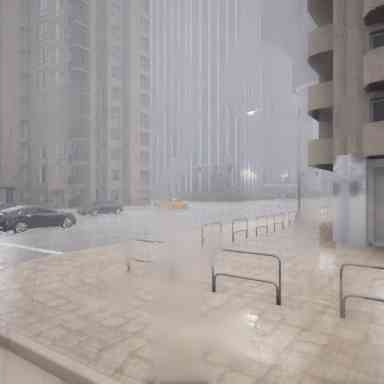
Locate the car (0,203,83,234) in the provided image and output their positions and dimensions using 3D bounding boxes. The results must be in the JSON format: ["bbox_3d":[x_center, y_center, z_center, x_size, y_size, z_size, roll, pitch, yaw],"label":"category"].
[{"bbox_3d":[-9.312,1.561,19.931,1.837,1.490,4.892,0,0,35],"label":"car"}]

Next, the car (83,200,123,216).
[{"bbox_3d":[-8.994,1.560,32.993,1.837,1.490,4.892,0,0,35],"label":"car"}]

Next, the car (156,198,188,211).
[{"bbox_3d":[-2.452,1.533,42.395,1.882,1.535,5.008,0,0,35],"label":"car"}]
